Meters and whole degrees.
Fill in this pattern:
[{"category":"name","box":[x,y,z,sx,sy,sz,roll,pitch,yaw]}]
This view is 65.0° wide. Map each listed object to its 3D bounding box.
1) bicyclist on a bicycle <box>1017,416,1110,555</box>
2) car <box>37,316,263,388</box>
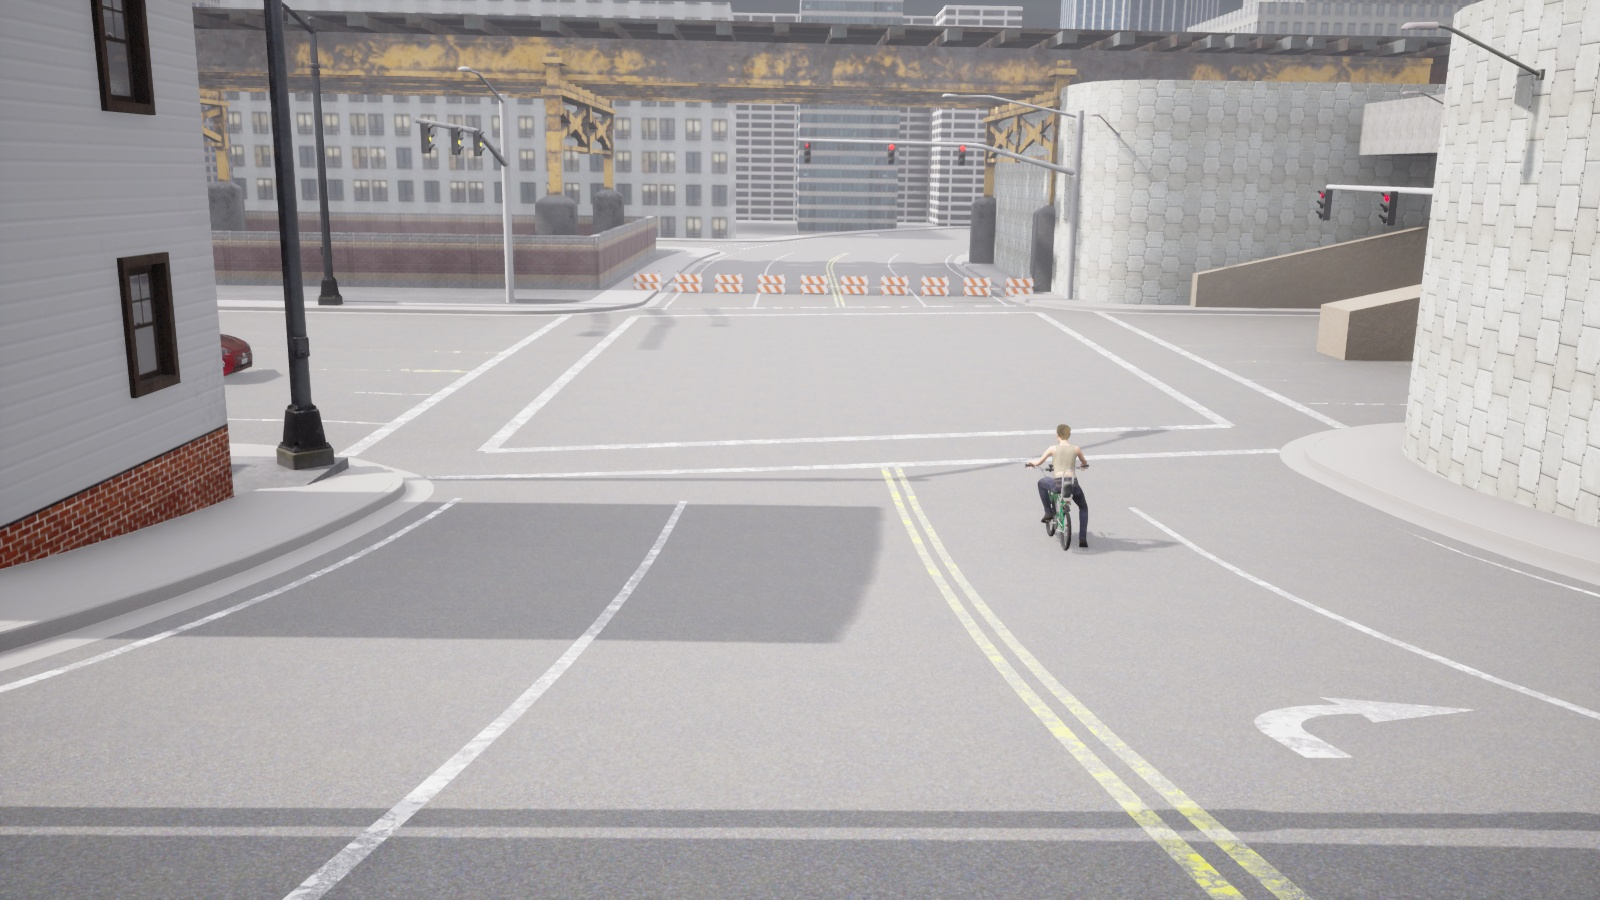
[{"category":"bicyclist on a bicycle","box":[3.451,0.432,16.595,0.866,1.612,1.509,0,7,0]},{"category":"car","box":[-16.286,-2.487,31.643,4.514,1.525,2.007,0,12,0]}]
